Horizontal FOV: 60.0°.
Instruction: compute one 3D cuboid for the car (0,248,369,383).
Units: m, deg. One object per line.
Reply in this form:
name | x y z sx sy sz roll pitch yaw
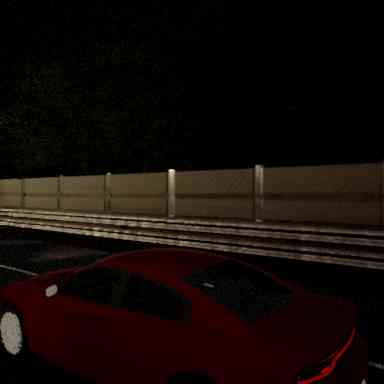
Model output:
car | -0.572 1.479 4.277 5.008 1.535 1.882 0 0 35
